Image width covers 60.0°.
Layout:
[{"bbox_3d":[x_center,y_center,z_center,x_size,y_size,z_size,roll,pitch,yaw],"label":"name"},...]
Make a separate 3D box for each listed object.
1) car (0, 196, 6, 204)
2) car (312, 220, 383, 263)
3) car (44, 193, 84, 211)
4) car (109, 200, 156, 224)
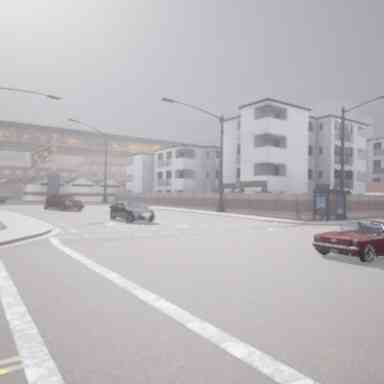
[{"bbox_3d":[-24.954,0.719,40.584,4.674,1.442,1.812,2,0,20],"label":"car"},{"bbox_3d":[6.783,1.804,12.916,4.718,1.301,1.895,1,-1,-35],"label":"car"},{"bbox_3d":[-12.885,0.949,33.562,4.553,1.767,2.097,2,0,38],"label":"car"},{"bbox_3d":[-4.453,1.403,24.394,2.128,1.511,4.902,1,0,-36],"label":"car"}]
